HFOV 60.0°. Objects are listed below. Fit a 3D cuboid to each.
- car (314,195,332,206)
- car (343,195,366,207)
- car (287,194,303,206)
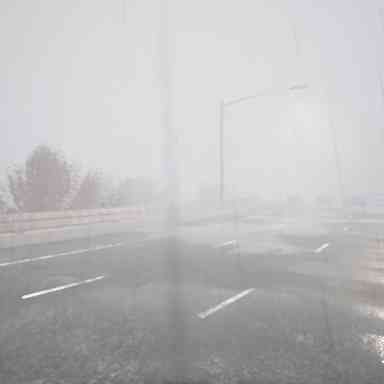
[{"bbox_3d":[17.292,1.124,43.938,2.033,1.411,5.357,0,1,15],"label":"car"},{"bbox_3d":[20.267,1.075,41.664,1.882,1.535,5.008,0,1,15],"label":"car"},{"bbox_3d":[14.268,1.048,46.045,2.128,1.511,4.902,0,1,15],"label":"car"}]
